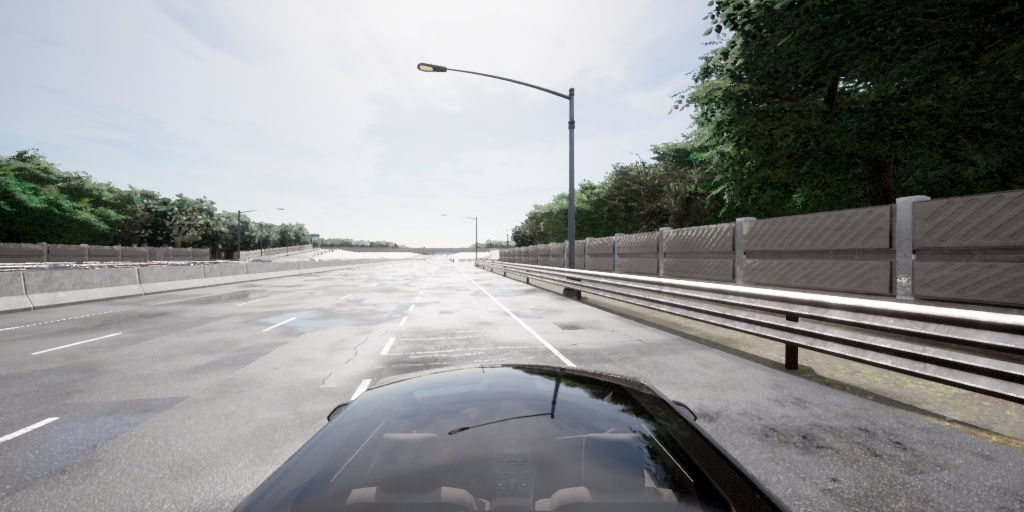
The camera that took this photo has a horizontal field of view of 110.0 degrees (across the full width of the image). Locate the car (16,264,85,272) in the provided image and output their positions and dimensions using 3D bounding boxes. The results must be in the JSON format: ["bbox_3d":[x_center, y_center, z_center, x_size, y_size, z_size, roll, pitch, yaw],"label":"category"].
[{"bbox_3d":[-37.100,1.328,28.887,1.994,1.385,4.181,0,0,-11],"label":"car"}]

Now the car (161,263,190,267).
[{"bbox_3d":[-35.077,1.376,37.085,1.895,1.301,4.718,0,0,-11],"label":"car"}]

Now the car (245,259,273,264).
[{"bbox_3d":[-33.409,1.142,47.325,2.097,1.767,4.553,0,0,-10],"label":"car"}]
